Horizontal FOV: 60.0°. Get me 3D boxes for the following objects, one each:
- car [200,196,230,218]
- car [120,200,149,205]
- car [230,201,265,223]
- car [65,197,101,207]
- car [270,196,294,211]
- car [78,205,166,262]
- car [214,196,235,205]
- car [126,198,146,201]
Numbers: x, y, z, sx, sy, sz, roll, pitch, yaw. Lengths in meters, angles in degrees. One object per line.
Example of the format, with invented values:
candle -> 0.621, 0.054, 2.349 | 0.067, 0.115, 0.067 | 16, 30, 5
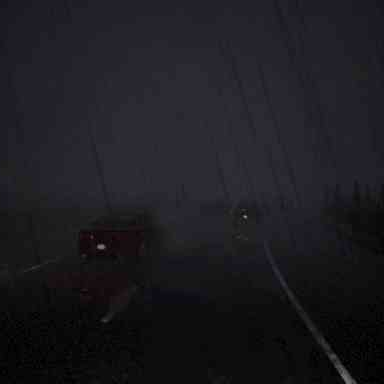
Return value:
car -> 2.247, 1.424, 29.913 | 1.882, 1.535, 5.008 | 0, 0, 20
car -> -3.662, 1.507, 22.681 | 1.994, 1.385, 4.181 | 0, 0, 14
car -> 4.411, 1.467, 25.413 | 1.837, 1.490, 4.892 | 0, 0, 17
car -> -12.901, 1.372, 39.619 | 2.128, 1.511, 4.902 | 0, 0, 22
car -> 11.069, 1.303, 40.750 | 2.097, 1.767, 4.553 | 0, 0, 28
car -> -2.291, 1.446, 12.153 | 1.882, 1.535, 5.008 | 0, 0, 8
car -> 5.772, 1.462, 58.991 | 1.994, 1.385, 4.181 | 0, 0, 32
car -> -7.413, 1.437, 43.534 | 2.033, 1.411, 5.357 | 0, 0, 25
